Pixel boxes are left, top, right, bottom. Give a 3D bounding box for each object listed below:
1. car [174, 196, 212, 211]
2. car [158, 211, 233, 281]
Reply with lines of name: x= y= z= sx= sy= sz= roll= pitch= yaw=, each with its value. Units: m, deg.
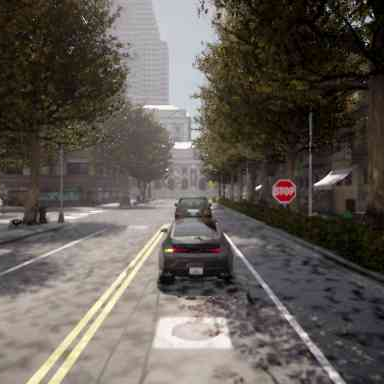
car: x=0.068 y=1.245 z=20.241 sx=2.150 sy=2.045 sz=5.566 roll=0 pitch=0 yaw=0
car: x=0.096 y=1.516 z=9.823 sx=1.837 sy=1.490 sz=4.892 roll=0 pitch=0 yaw=0
